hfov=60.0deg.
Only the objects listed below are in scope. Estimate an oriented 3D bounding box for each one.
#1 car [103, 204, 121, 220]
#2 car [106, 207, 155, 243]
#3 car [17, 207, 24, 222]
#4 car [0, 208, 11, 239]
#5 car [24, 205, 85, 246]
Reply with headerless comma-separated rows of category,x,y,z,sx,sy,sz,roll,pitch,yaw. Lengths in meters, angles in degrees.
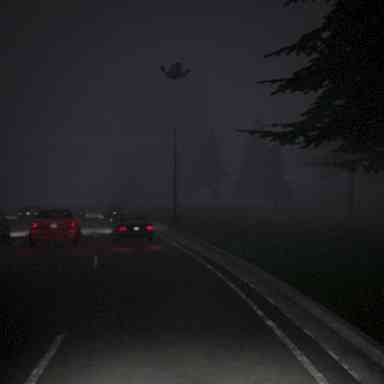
car,-7.523,1.874,31.977,1.994,1.385,4.181,0,-1,-16
car,-3.200,1.715,17.333,2.033,1.411,5.357,0,-1,-16
car,-14.163,1.844,29.734,2.033,1.411,5.357,0,-1,-16
car,-9.998,1.667,15.647,1.837,1.490,4.892,0,0,-16
car,-6.581,1.513,16.432,2.097,1.767,4.553,0,-1,-16
